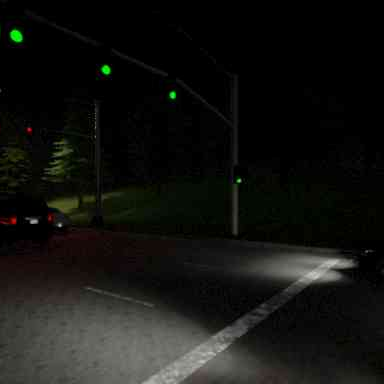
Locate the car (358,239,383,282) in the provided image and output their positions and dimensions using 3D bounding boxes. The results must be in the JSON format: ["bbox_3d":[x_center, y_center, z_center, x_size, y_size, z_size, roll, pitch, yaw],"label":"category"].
[{"bbox_3d":[6.558,1.526,7.912,4.674,1.442,1.812,0,0,36],"label":"car"}]

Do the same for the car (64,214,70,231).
[{"bbox_3d":[-8.850,1.512,18.880,4.674,1.442,1.812,0,0,35],"label":"car"}]

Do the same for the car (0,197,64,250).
[{"bbox_3d":[-8.140,1.211,14.091,5.566,2.045,2.150,0,0,35],"label":"car"}]
